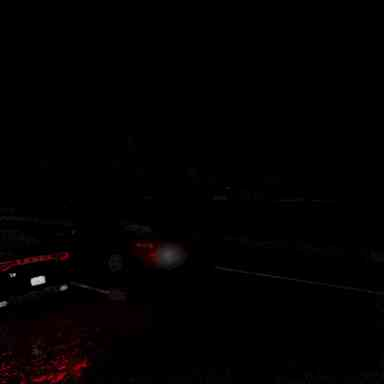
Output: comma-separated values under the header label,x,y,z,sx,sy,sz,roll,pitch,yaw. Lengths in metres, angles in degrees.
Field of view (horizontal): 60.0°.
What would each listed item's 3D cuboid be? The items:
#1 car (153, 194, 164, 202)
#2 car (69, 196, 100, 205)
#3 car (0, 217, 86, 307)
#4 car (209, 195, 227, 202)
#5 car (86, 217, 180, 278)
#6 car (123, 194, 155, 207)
label,x,y,z,sx,sy,sz,roll,pitch,yaw
car,-7.750,1.224,66.095,1.882,1.535,5.008,0,0,36
car,-17.146,1.348,53.290,1.895,1.301,4.718,0,0,36
car,-4.756,1.433,7.355,5.008,1.535,1.882,0,0,35
car,5.232,1.330,66.083,1.812,1.442,4.674,0,0,36
car,-2.486,1.482,10.027,4.674,1.442,1.812,0,0,36
car,-7.947,1.369,48.101,1.994,1.385,4.181,0,0,36
